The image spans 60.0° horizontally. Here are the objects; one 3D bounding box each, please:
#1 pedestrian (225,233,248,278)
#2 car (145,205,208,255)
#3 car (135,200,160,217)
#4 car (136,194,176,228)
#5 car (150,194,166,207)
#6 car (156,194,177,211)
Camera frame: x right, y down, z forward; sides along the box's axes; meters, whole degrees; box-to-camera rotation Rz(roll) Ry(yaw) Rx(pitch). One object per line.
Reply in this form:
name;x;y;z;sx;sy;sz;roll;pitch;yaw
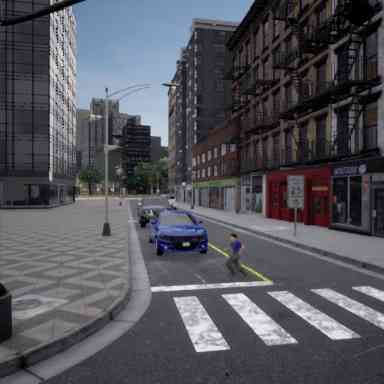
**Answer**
pedestrian;1.170;1.610;8.707;0.375;1.300;0.375;0;0;-11
car;-0.720;1.534;13.834;1.882;1.535;5.008;0;0;-12
car;-4.581;1.607;33.596;2.128;1.511;4.902;0;0;-11
car;-2.620;1.311;23.559;2.150;2.045;5.566;0;0;-11
car;-5.724;1.357;55.965;2.150;2.045;5.566;0;0;-11
car;-3.427;1.363;44.274;2.150;2.045;5.566;0;0;-11
